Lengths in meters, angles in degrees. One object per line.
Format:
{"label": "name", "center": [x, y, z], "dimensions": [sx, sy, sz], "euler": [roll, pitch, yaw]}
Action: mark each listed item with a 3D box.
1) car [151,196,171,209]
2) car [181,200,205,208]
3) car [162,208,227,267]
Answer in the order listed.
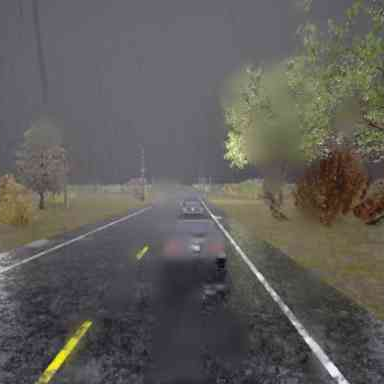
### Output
{"label": "car", "center": [-3.594, 1.203, 39.740], "dimensions": [1.812, 1.442, 4.674], "euler": [0, 0, 0]}
{"label": "car", "center": [0.084, 1.335, 27.375], "dimensions": [2.033, 1.411, 5.357], "euler": [0, 1, 0]}
{"label": "car", "center": [0.079, 1.463, 11.000], "dimensions": [2.033, 1.411, 5.357], "euler": [0, 0, 0]}
